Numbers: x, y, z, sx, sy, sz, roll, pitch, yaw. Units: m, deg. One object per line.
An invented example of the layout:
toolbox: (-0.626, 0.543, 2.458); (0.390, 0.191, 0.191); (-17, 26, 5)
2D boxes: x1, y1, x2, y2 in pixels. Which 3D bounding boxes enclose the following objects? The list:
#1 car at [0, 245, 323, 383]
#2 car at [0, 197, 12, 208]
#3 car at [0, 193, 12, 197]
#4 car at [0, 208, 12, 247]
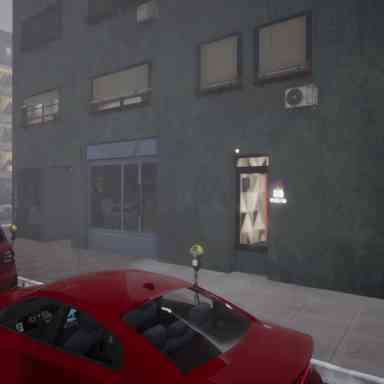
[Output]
car: (-1.009, 1.544, 3.565); (4.507, 1.381, 1.887); (0, 0, 35)
car: (-17.657, 1.369, 28.592); (1.895, 1.301, 4.718); (1, 1, 34)
car: (-18.557, 1.032, 31.827); (2.192, 1.841, 5.009); (2, 2, 35)
car: (-5.537, 1.314, 6.736); (5.009, 1.841, 2.192); (0, 0, 35)
